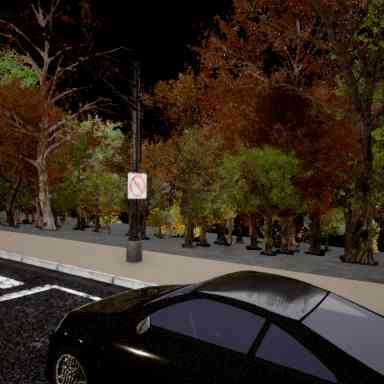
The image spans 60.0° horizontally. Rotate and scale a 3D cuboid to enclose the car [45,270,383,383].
[{"bbox_3d":[0.368,1.564,3.425,4.181,1.385,1.994,0,0,36],"label":"car"}]
